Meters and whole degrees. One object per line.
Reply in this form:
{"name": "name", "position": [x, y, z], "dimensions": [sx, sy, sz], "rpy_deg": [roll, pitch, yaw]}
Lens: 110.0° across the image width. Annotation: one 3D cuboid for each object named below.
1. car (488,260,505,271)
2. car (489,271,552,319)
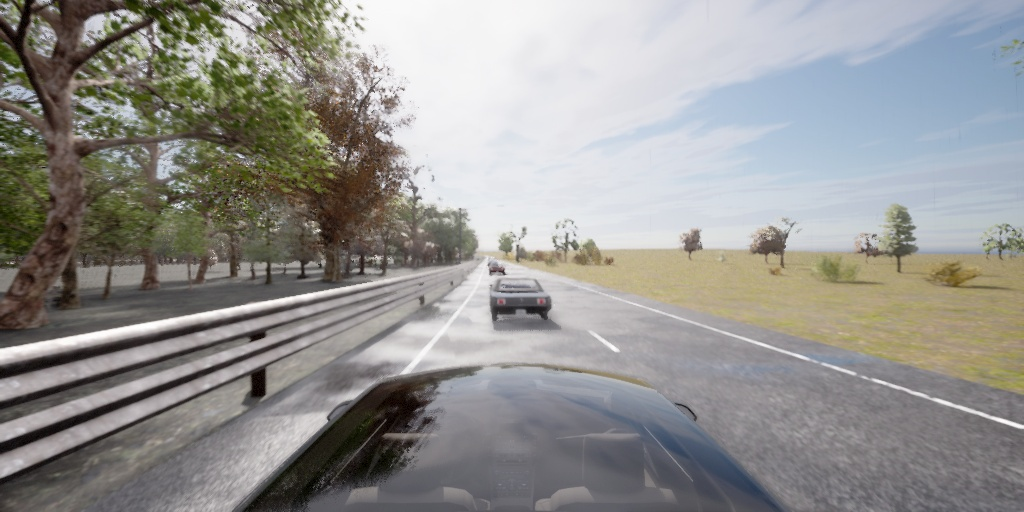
{"name": "car", "position": [-1.831, 1.514, 42.852], "dimensions": [1.895, 1.301, 4.718], "rpy_deg": [0, 0, -4]}
{"name": "car", "position": [0.136, 1.399, 12.948], "dimensions": [1.895, 1.301, 4.718], "rpy_deg": [0, 0, -4]}
